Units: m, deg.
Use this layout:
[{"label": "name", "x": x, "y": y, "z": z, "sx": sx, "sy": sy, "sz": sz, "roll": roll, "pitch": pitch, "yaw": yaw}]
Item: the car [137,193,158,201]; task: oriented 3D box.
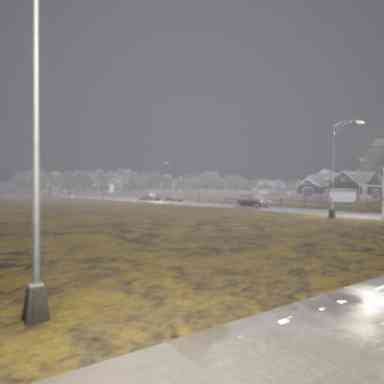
[{"label": "car", "x": -9.131, "y": 1.023, "z": 67.606, "sx": 2.033, "sy": 1.411, "sz": 5.357, "roll": 2, "pitch": -1, "yaw": -35}]

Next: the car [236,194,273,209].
[{"label": "car", "x": 7.200, "y": 0.990, "z": 38.449, "sx": 2.097, "sy": 1.767, "sz": 4.553, "roll": 2, "pitch": 0, "yaw": -35}]

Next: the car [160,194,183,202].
[{"label": "car", "x": -3.333, "y": 1.083, "z": 59.454, "sx": 1.994, "sy": 1.385, "sz": 4.181, "roll": 2, "pitch": -1, "yaw": -35}]

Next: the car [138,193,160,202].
[{"label": "car", "x": -7.480, "y": 0.961, "z": 59.218, "sx": 2.033, "sy": 1.411, "sz": 5.357, "roll": 2, "pitch": -1, "yaw": -35}]
